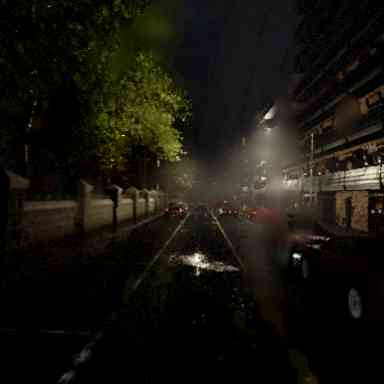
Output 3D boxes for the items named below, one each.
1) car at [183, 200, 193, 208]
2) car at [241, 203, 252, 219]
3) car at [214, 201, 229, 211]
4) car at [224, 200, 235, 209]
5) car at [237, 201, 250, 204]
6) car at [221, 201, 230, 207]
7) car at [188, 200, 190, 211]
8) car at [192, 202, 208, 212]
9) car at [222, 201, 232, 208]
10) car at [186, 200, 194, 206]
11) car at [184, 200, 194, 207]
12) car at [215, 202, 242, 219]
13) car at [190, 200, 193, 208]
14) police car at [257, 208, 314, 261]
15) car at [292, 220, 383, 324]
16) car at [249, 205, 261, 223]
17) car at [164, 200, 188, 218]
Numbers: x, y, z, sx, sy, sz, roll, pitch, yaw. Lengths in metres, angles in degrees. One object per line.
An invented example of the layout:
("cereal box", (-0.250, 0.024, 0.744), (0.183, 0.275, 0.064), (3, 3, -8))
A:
("car", (-0.760, 2.401, 68.409), (1.752, 1.417, 4.829), (2, -1, 2))
("car", (6.604, 2.200, 34.562), (1.887, 1.381, 4.507), (2, -1, 2))
("car", (4.478, 2.314, 53.233), (1.882, 1.535, 5.008), (2, -1, 2))
("car", (7.619, 2.582, 68.326), (1.967, 1.590, 4.097), (2, -1, 2))
("car", (6.777, 2.175, 40.190), (1.967, 1.590, 4.097), (2, -1, 2))
("car", (7.959, 2.839, 79.750), (1.752, 1.417, 4.829), (2, -1, 2))
("car", (-1.596, 1.911, 40.443), (1.967, 1.590, 4.097), (2, -1, 2))
("car", (1.350, 2.282, 49.109), (1.895, 1.301, 4.718), (2, -1, 2))
("car", (7.785, 2.792, 73.952), (1.947, 1.339, 4.313), (2, -1, 2))
("car", (-0.423, 2.570, 79.664), (1.752, 1.417, 4.829), (2, -1, 2))
("car", (-0.587, 2.513, 74.206), (2.008, 1.369, 4.403), (2, -1, 2))
("car", (4.040, 2.155, 37.121), (2.033, 1.411, 5.357), (2, -1, 2))
("car", (-1.262, 2.183, 51.697), (2.008, 1.369, 4.403), (2, -1, 2))
("police car", (4.194, 1.732, 13.719), (1.930, 1.638, 5.238), (2, -1, 2))
("car", (4.009, 1.702, 7.611), (1.882, 1.535, 5.008), (2, -1, 2))
("car", (6.436, 2.120, 28.935), (1.887, 1.381, 4.507), (2, -1, 2))
("car", (-1.765, 1.831, 34.818), (1.967, 1.590, 4.097), (2, -1, 2))
